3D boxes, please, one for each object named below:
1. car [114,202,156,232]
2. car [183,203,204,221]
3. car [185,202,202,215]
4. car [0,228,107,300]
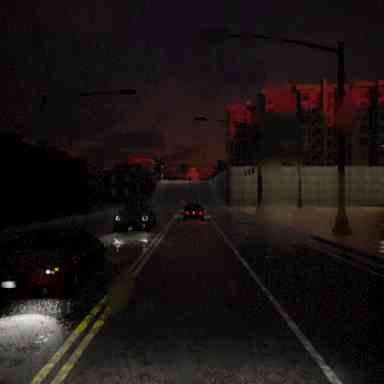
[{"bbox_3d":[-3.554,1.551,21.474,2.097,1.767,4.553,0,0,0],"label":"car"},{"bbox_3d":[0.145,1.829,30.350,2.033,1.411,5.357,0,-1,0],"label":"car"},{"bbox_3d":[0.159,1.978,40.702,1.895,1.301,4.718,0,-1,0],"label":"car"},{"bbox_3d":[-3.574,1.643,8.495,1.994,1.385,4.181,0,0,0],"label":"car"}]
